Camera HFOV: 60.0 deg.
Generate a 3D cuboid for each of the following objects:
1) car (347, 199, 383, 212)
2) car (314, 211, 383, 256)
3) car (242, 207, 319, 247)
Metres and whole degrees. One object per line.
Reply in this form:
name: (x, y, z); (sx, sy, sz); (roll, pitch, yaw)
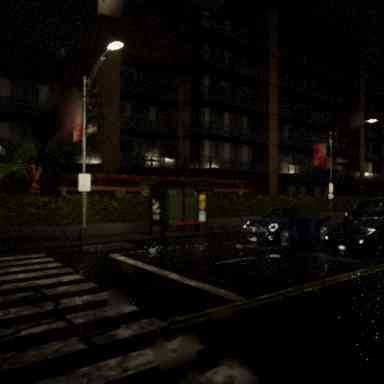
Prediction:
car: (12.232, 1.508, 21.888); (5.566, 2.045, 2.150); (1, -1, -37)
car: (7.791, 1.733, 14.200); (5.357, 1.411, 2.033); (1, -1, -37)
car: (4.547, 1.543, 16.149); (4.553, 1.767, 2.097); (1, -1, -37)
